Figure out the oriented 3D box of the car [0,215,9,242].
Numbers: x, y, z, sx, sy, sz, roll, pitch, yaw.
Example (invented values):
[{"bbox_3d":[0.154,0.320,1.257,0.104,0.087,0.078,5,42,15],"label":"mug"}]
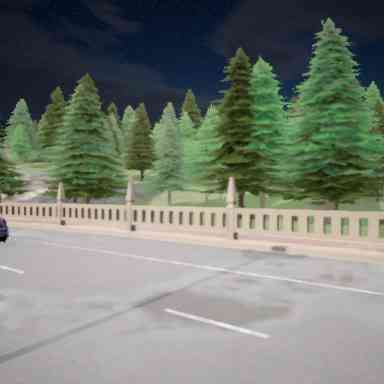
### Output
[{"bbox_3d":[-10.538,1.412,15.292,4.553,1.767,2.097,0,0,32],"label":"car"}]
